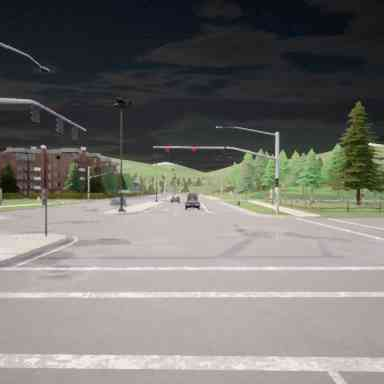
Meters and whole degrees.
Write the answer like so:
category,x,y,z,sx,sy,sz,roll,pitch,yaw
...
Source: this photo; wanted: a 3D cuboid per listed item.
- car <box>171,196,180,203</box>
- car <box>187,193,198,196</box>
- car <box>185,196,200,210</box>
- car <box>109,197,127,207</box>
category,x,y,z,sx,sy,sz,roll,pitch,yaw
car,-3.412,1.491,68.922,2.128,1.511,4.902,0,0,0
car,0.088,1.221,68.949,2.150,2.045,5.566,0,0,0
car,0.055,1.601,43.513,1.895,1.301,4.718,0,0,0
car,-11.512,1.525,51.870,1.812,1.442,4.674,0,0,0
